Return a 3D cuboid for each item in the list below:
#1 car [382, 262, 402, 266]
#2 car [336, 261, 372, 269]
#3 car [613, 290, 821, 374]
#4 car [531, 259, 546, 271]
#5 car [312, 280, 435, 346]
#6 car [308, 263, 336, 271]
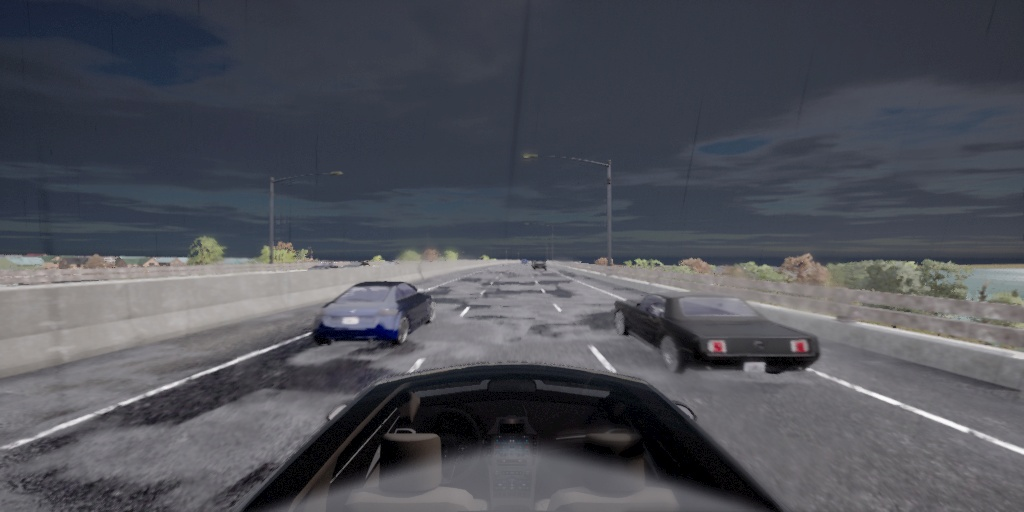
[{"bbox_3d":[-13.624,1.404,40.829,1.812,1.442,4.674,0,0,2],"label":"car"},{"bbox_3d":[-17.149,1.373,39.803,1.837,1.490,4.892,0,0,2],"label":"car"},{"bbox_3d":[3.612,1.372,7.538,1.895,1.301,4.718,0,0,0],"label":"car"},{"bbox_3d":[4.335,1.447,56.003,1.882,1.535,5.008,0,0,2],"label":"car"},{"bbox_3d":[-3.378,1.332,9.527,1.994,1.385,4.181,0,0,0],"label":"car"},{"bbox_3d":[-20.651,1.427,39.697,1.994,1.385,4.181,0,0,2],"label":"car"}]
